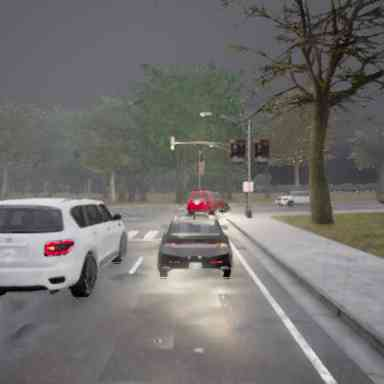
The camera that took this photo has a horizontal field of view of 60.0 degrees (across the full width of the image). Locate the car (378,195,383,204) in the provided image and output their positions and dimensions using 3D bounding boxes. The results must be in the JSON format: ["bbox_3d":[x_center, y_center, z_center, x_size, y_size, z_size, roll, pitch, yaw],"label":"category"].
[{"bbox_3d":[30.119,0.792,49.078,5.566,2.045,2.150,0,0,-22],"label":"car"}]

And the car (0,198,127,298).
[{"bbox_3d":[-3.171,1.156,8.468,2.150,2.045,5.566,0,0,0],"label":"car"}]

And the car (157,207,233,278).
[{"bbox_3d":[0.077,1.415,9.846,2.128,1.511,4.902,0,0,0],"label":"car"}]

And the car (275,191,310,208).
[{"bbox_3d":[13.244,0.868,42.082,5.566,2.045,2.150,0,0,-23],"label":"car"}]

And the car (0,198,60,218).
[{"bbox_3d":[-13.810,1.293,27.795,4.902,1.511,2.128,0,0,19],"label":"car"}]

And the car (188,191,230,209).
[{"bbox_3d":[1.480,0.970,28.997,2.150,2.045,5.566,-2,0,23],"label":"car"}]
